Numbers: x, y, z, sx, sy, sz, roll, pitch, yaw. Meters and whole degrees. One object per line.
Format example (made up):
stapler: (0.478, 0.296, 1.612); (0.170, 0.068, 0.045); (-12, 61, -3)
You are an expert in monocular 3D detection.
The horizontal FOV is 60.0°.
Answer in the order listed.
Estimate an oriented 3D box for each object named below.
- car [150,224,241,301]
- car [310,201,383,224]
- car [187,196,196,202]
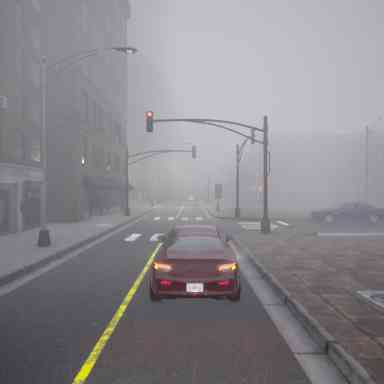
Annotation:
car: (0.083, 1.526, 8.184); (1.812, 1.442, 4.674); (0, 0, 1)
car: (11.102, 1.432, 23.886); (5.008, 1.535, 1.882); (0, 0, 0)
car: (-0.076, 1.567, 76.160); (1.812, 1.442, 4.674); (0, 0, 0)
